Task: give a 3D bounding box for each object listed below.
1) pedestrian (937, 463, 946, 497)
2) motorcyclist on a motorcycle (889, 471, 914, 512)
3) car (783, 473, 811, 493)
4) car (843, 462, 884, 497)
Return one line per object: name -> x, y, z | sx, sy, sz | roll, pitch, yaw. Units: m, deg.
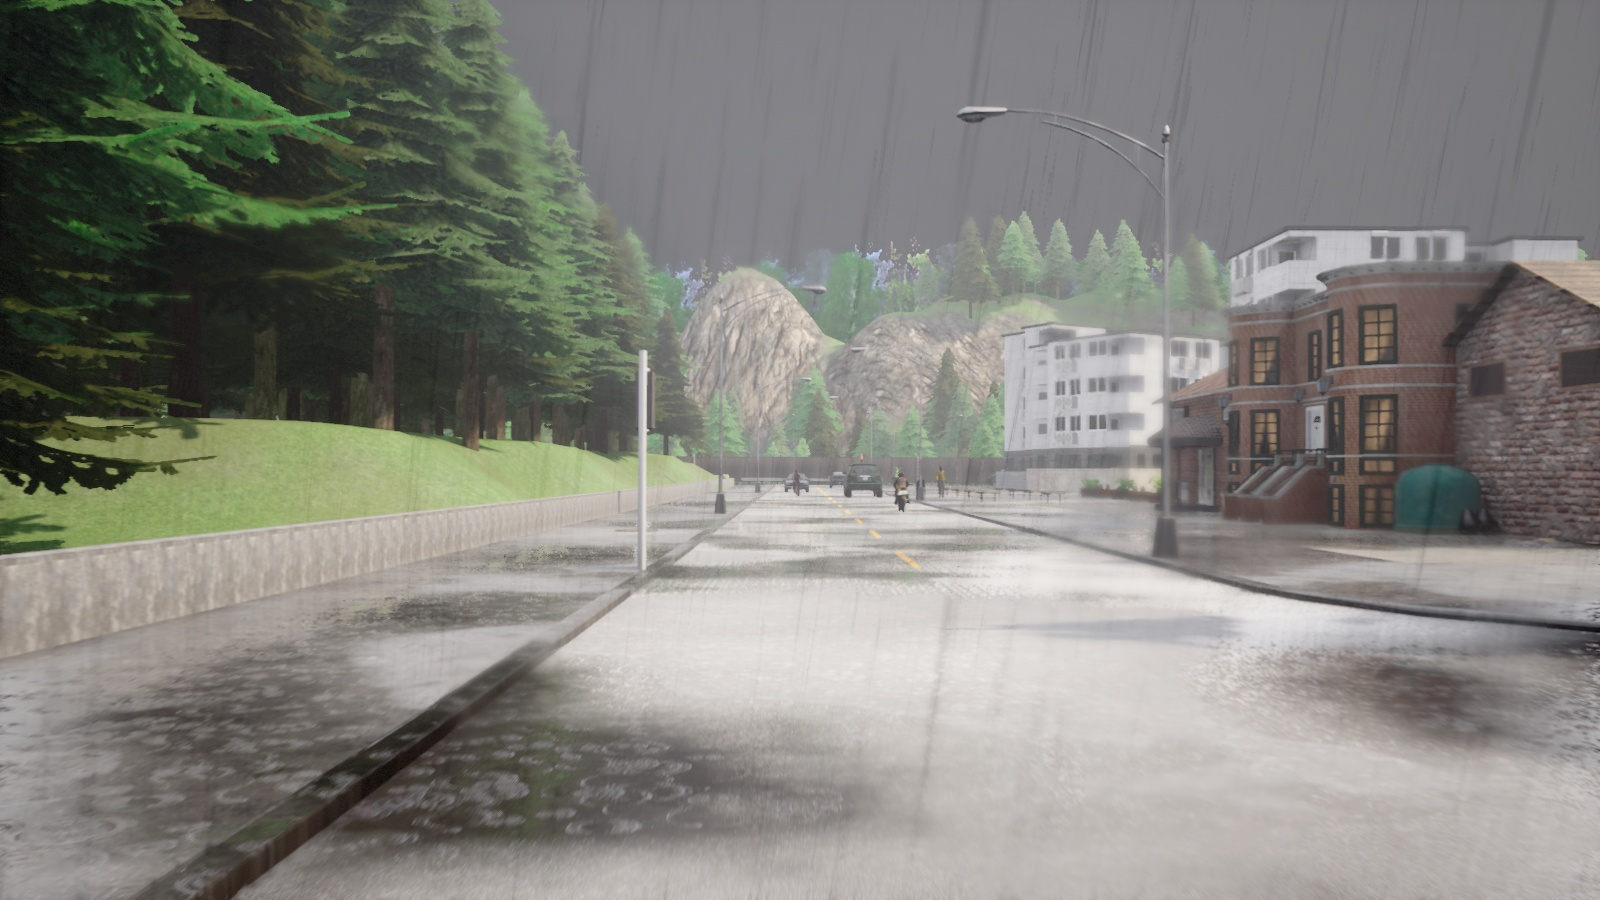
pedestrian -> 7.660, 1.634, 68.090 | 0.370, 1.835, 0.726 | 0, -1, -2
motorcyclist on a motorcycle -> 3.889, 1.588, 48.202 | 0.797, 1.523, 2.044 | 0, -1, 0
car -> -0.216, 2.432, 93.702 | 2.033, 1.411, 5.357 | 0, -1, 0
car -> 3.825, 1.800, 76.585 | 2.150, 2.045, 5.566 | 0, -1, 0
